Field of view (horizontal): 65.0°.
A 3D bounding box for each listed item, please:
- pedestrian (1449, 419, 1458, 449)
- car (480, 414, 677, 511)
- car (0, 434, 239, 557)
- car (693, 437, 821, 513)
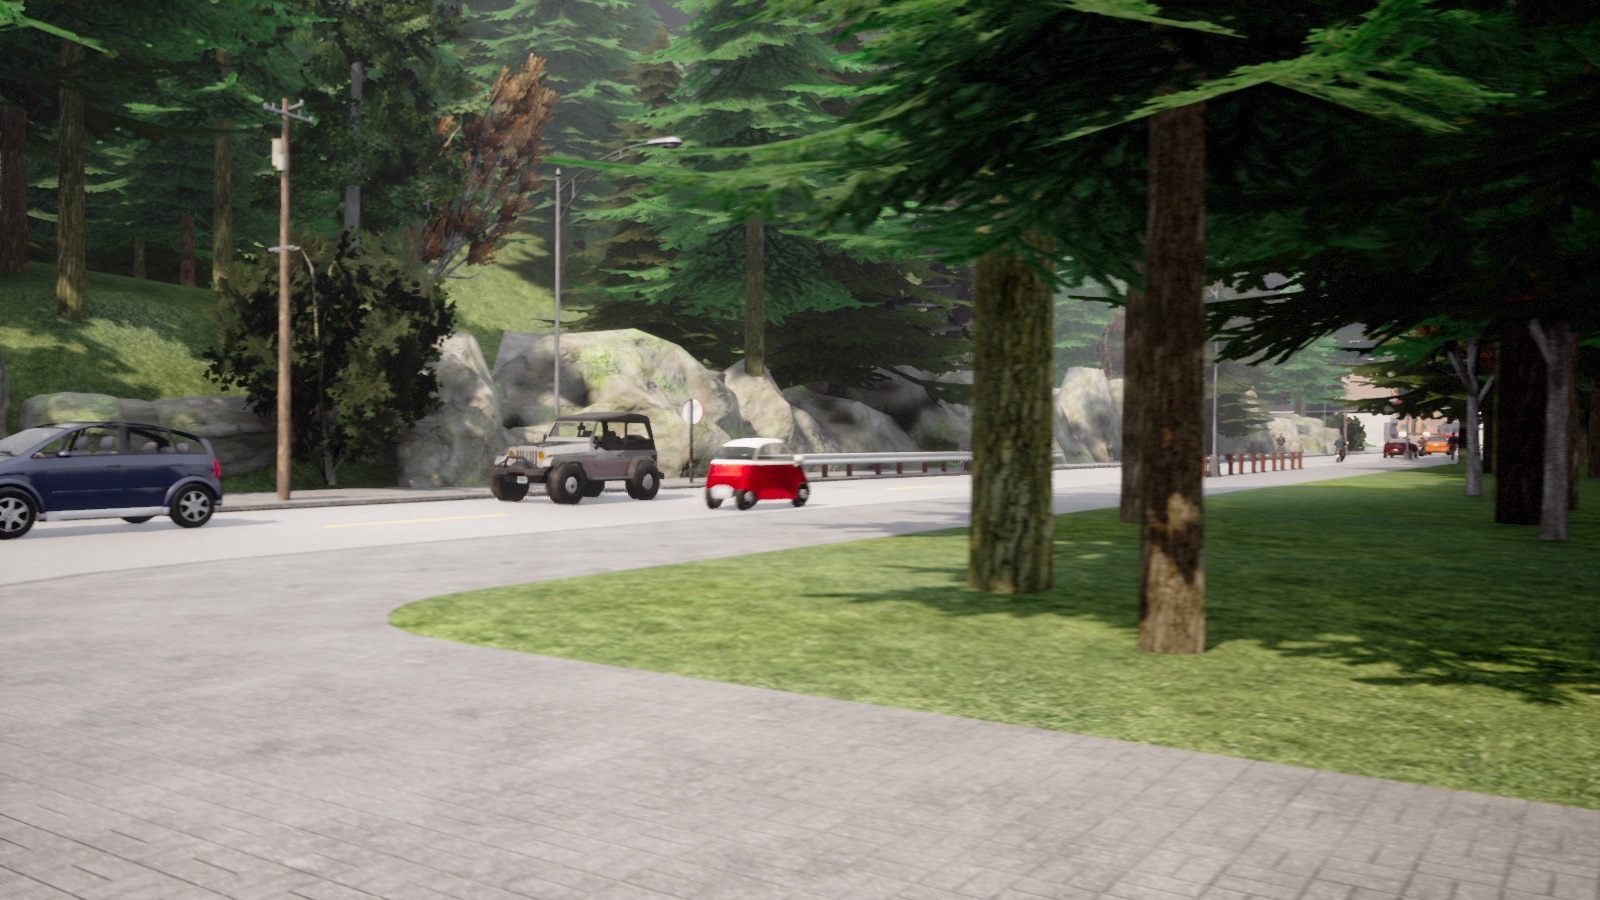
[{"bbox_3d":[40.838,-1.000,78.477,0.370,1.835,0.726,0,1,35],"label":"pedestrian"},{"bbox_3d":[-4.541,0.210,26.240,1.905,1.878,3.866,0,1,33],"label":"car"},{"bbox_3d":[-10.140,0.561,17.662,1.789,1.549,3.705,0,1,33],"label":"car"},{"bbox_3d":[-0.817,0.458,24.613,1.481,1.376,2.207,0,1,33],"label":"car"}]
